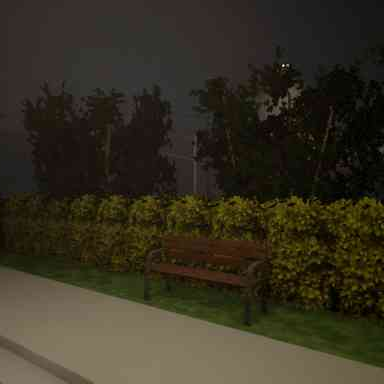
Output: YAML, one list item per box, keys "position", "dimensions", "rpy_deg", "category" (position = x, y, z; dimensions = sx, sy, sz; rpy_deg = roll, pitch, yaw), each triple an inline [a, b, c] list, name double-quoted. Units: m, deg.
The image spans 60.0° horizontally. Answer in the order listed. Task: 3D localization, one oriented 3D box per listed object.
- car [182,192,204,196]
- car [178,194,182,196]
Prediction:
- position: [0.743, 0.857, 62.863]
  dimensions: [1.837, 1.490, 4.892]
  rpy_deg: [0, 1, 35]
  category: "car"
- position: [-3.084, 0.995, 63.482]
  dimensions: [1.895, 1.301, 4.718]
  rpy_deg: [0, 2, 35]
  category: "car"
